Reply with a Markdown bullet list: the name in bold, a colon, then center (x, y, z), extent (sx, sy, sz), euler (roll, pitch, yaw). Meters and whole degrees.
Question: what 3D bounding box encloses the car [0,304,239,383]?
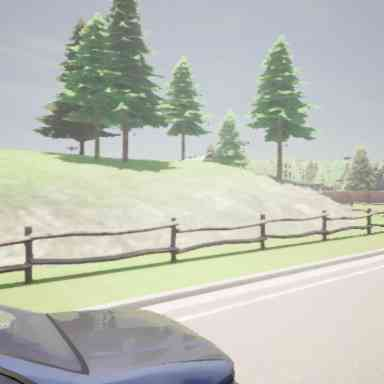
- **car**: center (-2.131, 1.547, 2.227), extent (5.357, 1.411, 2.033), euler (0, 0, -35)
